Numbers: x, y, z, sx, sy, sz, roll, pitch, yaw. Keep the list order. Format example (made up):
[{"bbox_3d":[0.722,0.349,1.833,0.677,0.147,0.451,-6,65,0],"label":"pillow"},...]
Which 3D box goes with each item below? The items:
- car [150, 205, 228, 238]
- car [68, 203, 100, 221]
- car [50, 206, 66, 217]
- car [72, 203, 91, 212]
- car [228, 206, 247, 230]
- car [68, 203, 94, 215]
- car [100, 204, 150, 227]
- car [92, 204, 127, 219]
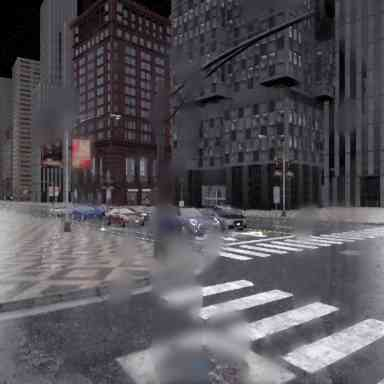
[{"bbox_3d":[-0.340,1.636,19.625,2.097,1.767,4.553,0,-1,-35],"label":"car"},{"bbox_3d":[-10.886,2.103,34.357,1.882,1.535,5.008,0,-1,-36],"label":"car"},{"bbox_3d":[-16.656,2.417,42.448,1.895,1.301,4.718,0,-1,-35],"label":"car"},{"bbox_3d":[-19.115,2.588,57.298,1.812,1.442,4.674,0,-1,-36],"label":"car"},{"bbox_3d":[1.734,1.861,22.344,1.994,1.385,4.181,0,-1,-36],"label":"car"},{"bbox_3d":[-15.548,2.353,46.507,2.128,1.511,4.902,0,-1,-35],"label":"car"},{"bbox_3d":[-5.491,1.976,26.839,1.812,1.442,4.674,0,-1,-36],"label":"car"},{"bbox_3d":[-9.510,2.153,38.015,2.128,1.511,4.902,0,-1,-36],"label":"car"}]
